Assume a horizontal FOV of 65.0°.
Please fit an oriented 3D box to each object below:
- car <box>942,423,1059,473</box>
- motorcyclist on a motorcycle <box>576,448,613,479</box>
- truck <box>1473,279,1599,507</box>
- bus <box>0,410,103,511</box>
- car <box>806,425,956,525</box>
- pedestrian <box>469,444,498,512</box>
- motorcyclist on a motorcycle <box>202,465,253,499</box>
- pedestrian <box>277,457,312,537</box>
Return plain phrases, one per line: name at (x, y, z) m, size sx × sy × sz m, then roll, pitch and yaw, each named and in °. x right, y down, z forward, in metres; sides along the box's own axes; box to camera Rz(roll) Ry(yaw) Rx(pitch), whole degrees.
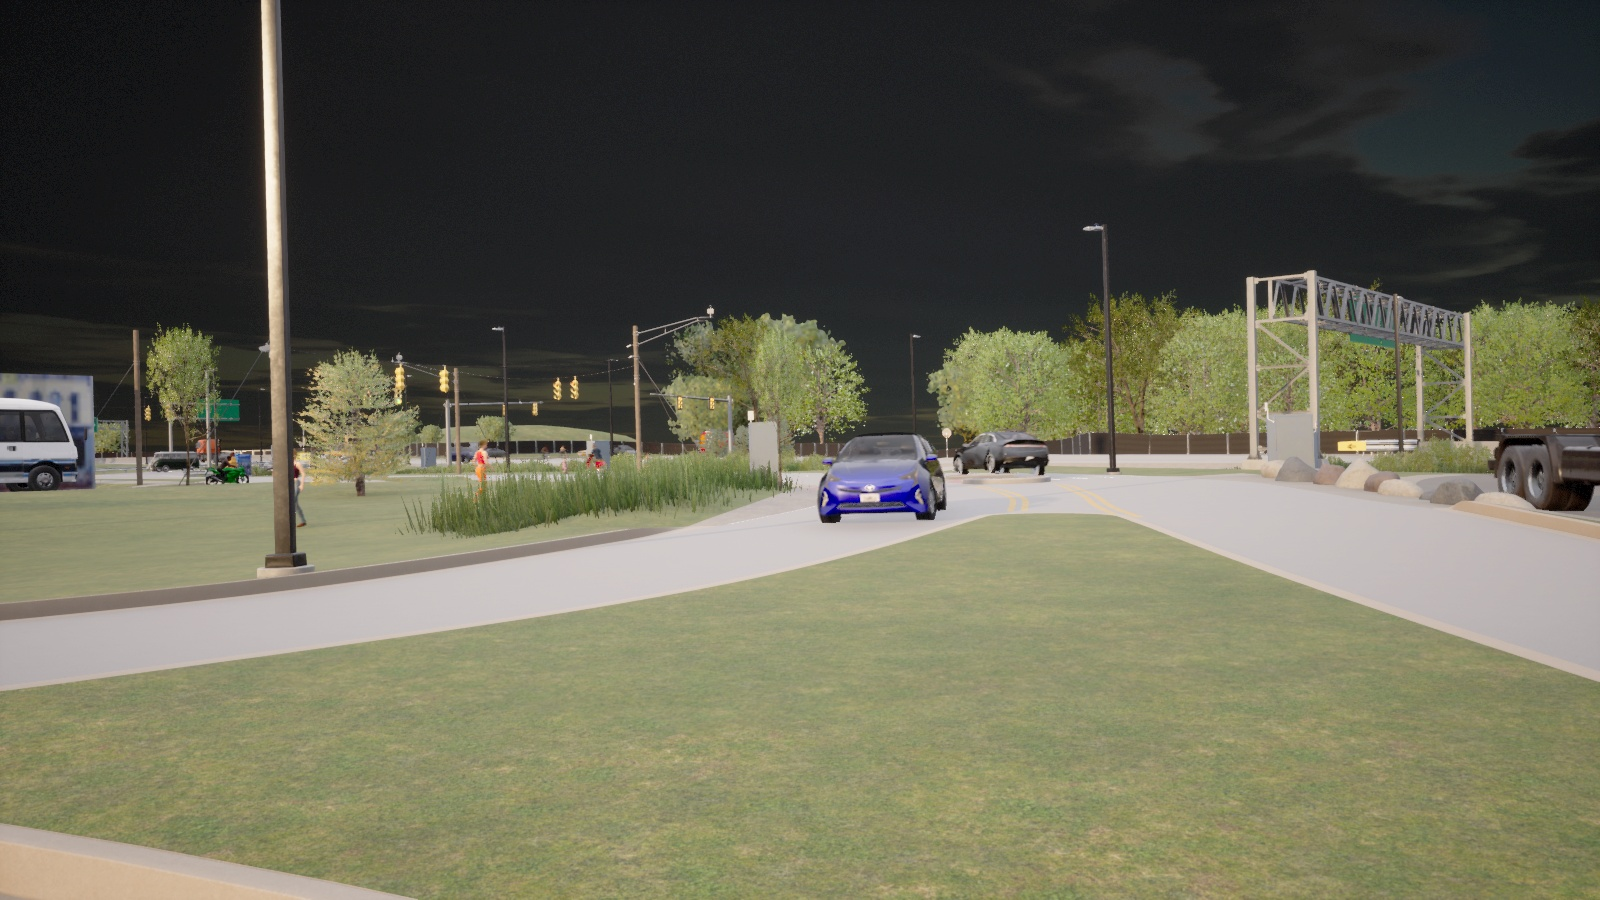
car at (6.737, -0.020, 42.745) m, size 2.128 × 1.511 × 4.902 m, roll -1°, pitch -2°, yaw -14°
motorcyclist on a motorcycle at (-10.832, 0.708, 66.142) m, size 1.817 × 1.590 × 0.866 m, roll -2°, pitch 0°, yaw 41°
truck at (13.768, -0.893, 20.000) m, size 2.891 × 3.462 × 7.936 m, roll 0°, pitch 1°, yaw 9°
bus at (-35.865, 0.543, 53.160) m, size 3.944 × 4.253 × 10.273 m, roll -4°, pitch -1°, yaw 41°
car at (1.573, 0.380, 22.569) m, size 2.007 × 1.525 × 4.514 m, roll -3°, pitch 0°, yaw 12°
pedestrian at (-8.709, 0.767, 34.557) m, size 0.594 × 1.836 × 0.345 m, roll -2°, pitch -1°, yaw -44°
motorcyclist on a motorcycle at (-27.923, 1.544, 61.278) m, size 2.044 × 1.523 × 0.797 m, roll -4°, pitch 0°, yaw -36°
pedestrian at (-11.753, 1.091, 29.203) m, size 0.345 × 1.836 × 0.594 m, roll -4°, pitch -1°, yaw 39°
